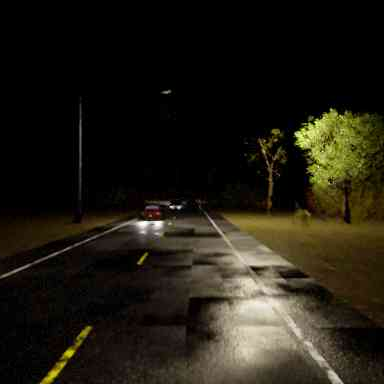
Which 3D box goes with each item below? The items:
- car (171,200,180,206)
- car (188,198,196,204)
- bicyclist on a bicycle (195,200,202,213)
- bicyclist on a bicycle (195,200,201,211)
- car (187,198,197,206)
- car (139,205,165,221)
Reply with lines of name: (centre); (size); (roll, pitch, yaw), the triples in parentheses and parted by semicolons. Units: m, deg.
car: (-3.524, 2.323, 72.484); (1.895, 1.301, 4.718); (0, -1, 0)
car: (-0.026, 2.208, 80.468); (1.837, 1.490, 4.892); (0, -1, 0)
bicyclist on a bicycle: (0.948, 1.781, 39.879); (0.659, 1.776, 1.843); (0, 0, 0)
bicyclist on a bicycle: (0.946, 1.947, 49.932); (0.866, 1.612, 1.509); (0, -1, 0)
car: (-0.023, 2.268, 70.541); (1.994, 1.385, 4.181); (0, -1, 0)
car: (-3.606, 1.880, 30.543); (1.994, 1.385, 4.181); (0, -1, 0)
